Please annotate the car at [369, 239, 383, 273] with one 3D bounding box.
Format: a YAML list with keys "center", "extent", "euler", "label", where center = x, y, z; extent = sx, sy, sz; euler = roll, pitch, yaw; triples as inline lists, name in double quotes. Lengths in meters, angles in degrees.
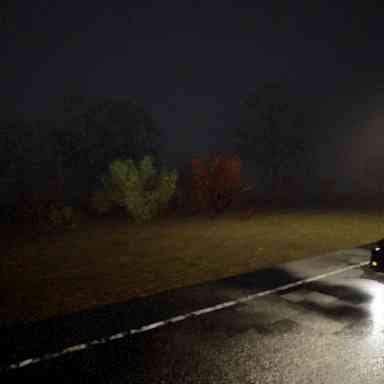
- center: [6.482, 1.381, 8.745]
  extent: [4.181, 1.385, 1.994]
  euler: [-2, 1, -36]
  label: "car"
